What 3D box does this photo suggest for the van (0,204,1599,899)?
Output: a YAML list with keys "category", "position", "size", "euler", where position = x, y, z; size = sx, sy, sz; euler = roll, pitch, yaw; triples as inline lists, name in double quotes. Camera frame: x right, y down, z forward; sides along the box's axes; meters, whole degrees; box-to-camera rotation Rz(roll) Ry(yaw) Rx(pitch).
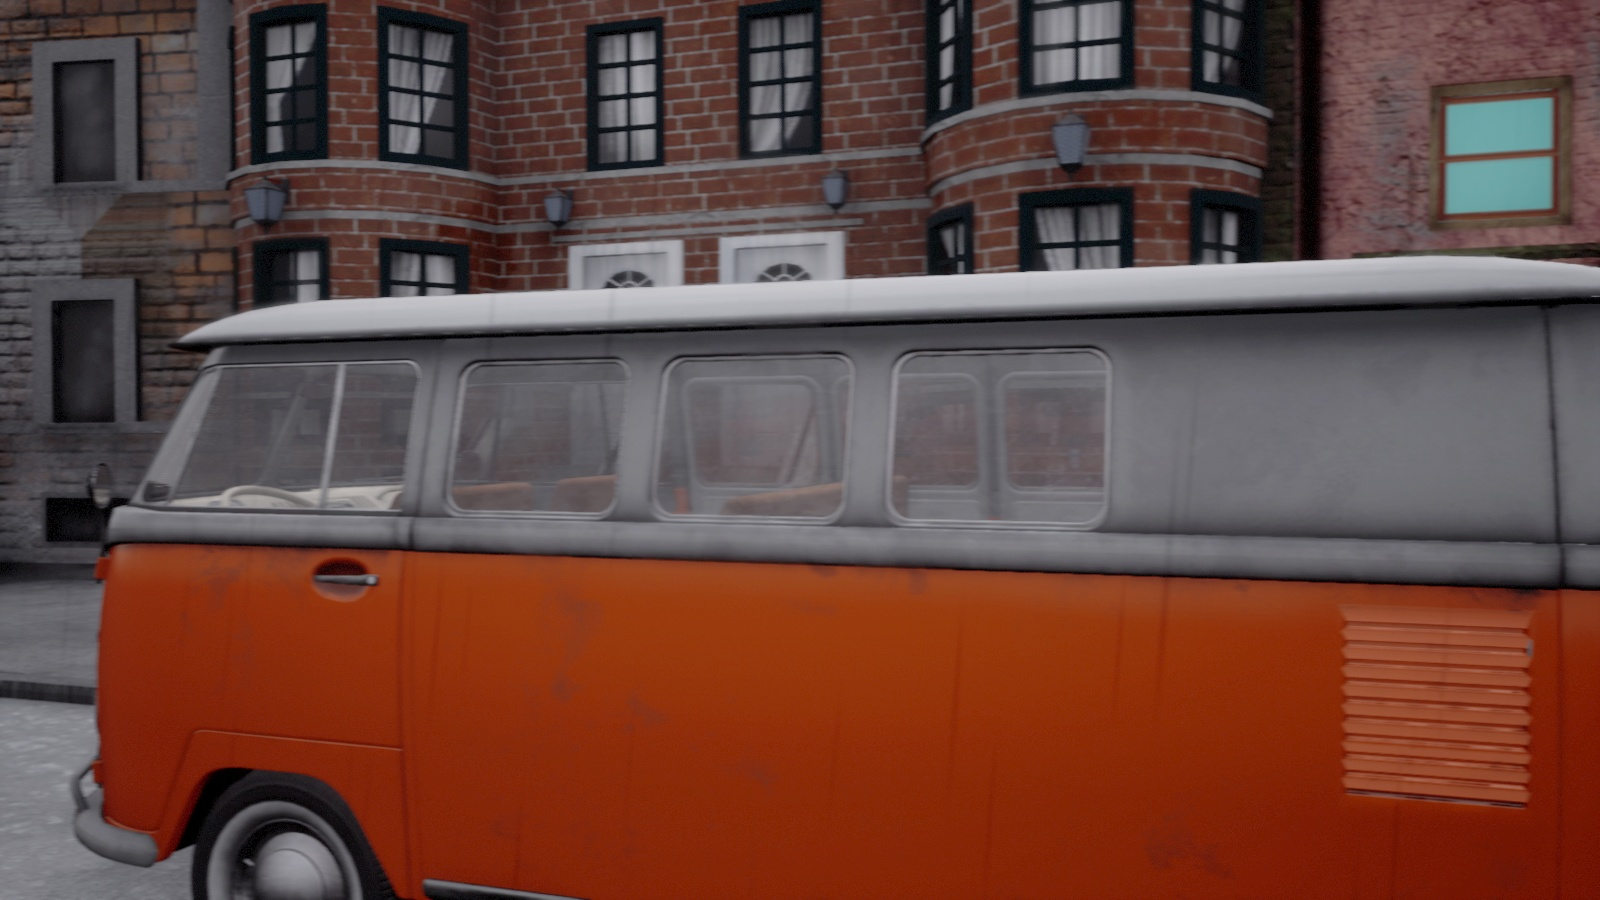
- category: "van"
  position: [0.014, 0.519, 3.711]
  size: [4.442, 1.987, 1.775]
  euler: [1, 1, 19]
